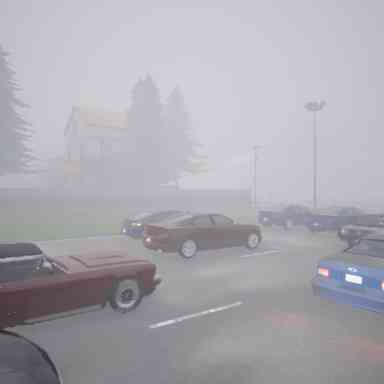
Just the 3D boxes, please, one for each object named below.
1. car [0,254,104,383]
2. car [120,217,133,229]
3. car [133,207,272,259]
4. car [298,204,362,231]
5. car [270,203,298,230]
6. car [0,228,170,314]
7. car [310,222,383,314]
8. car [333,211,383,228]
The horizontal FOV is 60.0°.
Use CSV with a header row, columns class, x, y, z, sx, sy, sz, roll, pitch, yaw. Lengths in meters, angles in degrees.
class,x,y,z,sx,sy,sz,roll,pitch,yaw
car,-3.154,1.492,1.512,4.902,1.511,2.128,0,0,-35
car,-1.087,1.526,15.885,4.674,1.442,1.812,0,0,-36
car,0.538,1.478,12.752,5.008,1.535,1.882,0,0,-35
car,8.326,1.478,18.307,5.008,1.535,1.882,0,0,-36
car,6.383,1.478,21.218,5.008,1.535,1.882,0,0,-36
car,-2.963,1.601,5.975,4.718,1.301,1.895,0,0,-35
car,4.835,1.547,7.204,5.357,1.411,2.033,0,0,-35
car,8.199,1.601,13.913,4.718,1.301,1.895,0,0,-36
